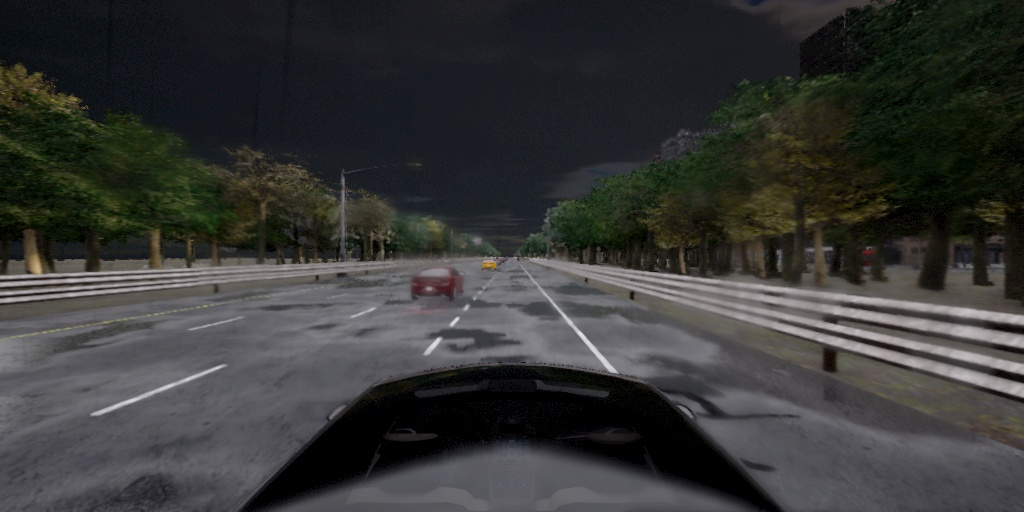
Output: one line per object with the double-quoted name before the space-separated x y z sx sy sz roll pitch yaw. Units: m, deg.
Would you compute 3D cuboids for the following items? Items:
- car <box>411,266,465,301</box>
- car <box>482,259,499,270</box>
"car" -3.490 1.239 17.610 1.882 1.535 5.008 0 0 0
"car" -3.377 1.280 53.706 1.882 1.535 5.008 0 0 0
